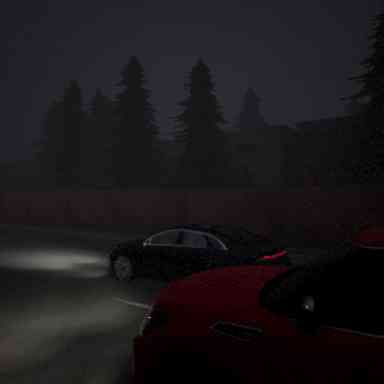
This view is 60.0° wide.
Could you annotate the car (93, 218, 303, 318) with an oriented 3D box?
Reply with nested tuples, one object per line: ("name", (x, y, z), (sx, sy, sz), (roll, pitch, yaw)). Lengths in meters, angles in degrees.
("car", (-0.033, 1.551, 8.313), (4.902, 1.511, 2.128), (-1, -1, 35))

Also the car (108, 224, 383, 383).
("car", (2.049, 1.217, 2.530), (5.566, 2.045, 2.150), (-1, 0, 35))
